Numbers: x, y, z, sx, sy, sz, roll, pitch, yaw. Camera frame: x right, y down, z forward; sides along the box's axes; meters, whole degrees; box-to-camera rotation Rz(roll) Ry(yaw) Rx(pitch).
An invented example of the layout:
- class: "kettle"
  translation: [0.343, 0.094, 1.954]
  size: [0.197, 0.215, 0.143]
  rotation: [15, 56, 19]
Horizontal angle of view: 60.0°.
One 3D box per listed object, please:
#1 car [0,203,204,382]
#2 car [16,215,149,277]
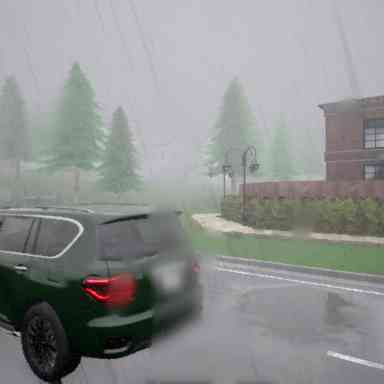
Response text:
- class: "car"
  translation: [-2.433, 1.219, 5.676]
  size: [5.566, 2.045, 2.150]
  rotation: [0, 0, 35]
- class: "car"
  translation: [-3.621, 1.564, 10.792]
  size: [4.181, 1.385, 1.994]
  rotation: [0, 0, 35]
